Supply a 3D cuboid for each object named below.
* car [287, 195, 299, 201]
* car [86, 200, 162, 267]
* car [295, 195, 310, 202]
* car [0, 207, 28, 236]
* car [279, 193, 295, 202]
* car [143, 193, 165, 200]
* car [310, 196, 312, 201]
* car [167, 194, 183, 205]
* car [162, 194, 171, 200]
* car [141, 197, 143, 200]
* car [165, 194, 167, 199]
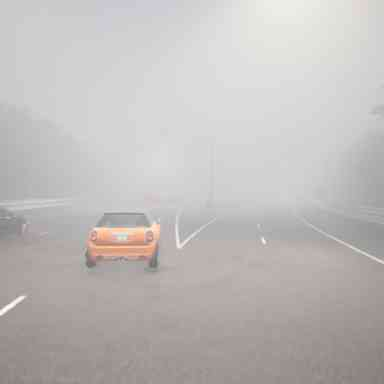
[{"bbox_3d":[26.654,1.507,87.502,2.128,1.511,4.902,0,0,26],"label":"car"},{"bbox_3d":[-2.136,1.334,11.533,2.097,1.767,4.553,0,0,-4],"label":"car"},{"bbox_3d":[25.507,1.642,77.358,2.128,1.511,4.902,0,0,26],"label":"car"},{"bbox_3d":[-9.331,1.428,15.348,1.837,1.490,4.892,0,0,-3],"label":"car"},{"bbox_3d":[22.025,1.324,78.214,2.150,2.045,5.566,0,0,26],"label":"car"},{"bbox_3d":[-6.461,1.149,57.002,2.150,2.045,5.566,0,0,2],"label":"car"},{"bbox_3d":[30.154,1.629,86.681,1.895,1.301,4.718,0,0,26],"label":"car"},{"bbox_3d":[-2.846,1.303,60.153,2.097,1.767,4.553,0,0,2],"label":"car"},{"bbox_3d":[-7.190,1.387,94.446,1.837,1.490,4.892,0,0,7],"label":"car"},{"bbox_3d":[-9.334,1.396,69.595,1.837,1.490,4.892,0,0,4],"label":"car"},{"bbox_3d":[-4.812,1.436,83.581,2.128,1.511,4.902,0,0,6],"label":"car"}]
